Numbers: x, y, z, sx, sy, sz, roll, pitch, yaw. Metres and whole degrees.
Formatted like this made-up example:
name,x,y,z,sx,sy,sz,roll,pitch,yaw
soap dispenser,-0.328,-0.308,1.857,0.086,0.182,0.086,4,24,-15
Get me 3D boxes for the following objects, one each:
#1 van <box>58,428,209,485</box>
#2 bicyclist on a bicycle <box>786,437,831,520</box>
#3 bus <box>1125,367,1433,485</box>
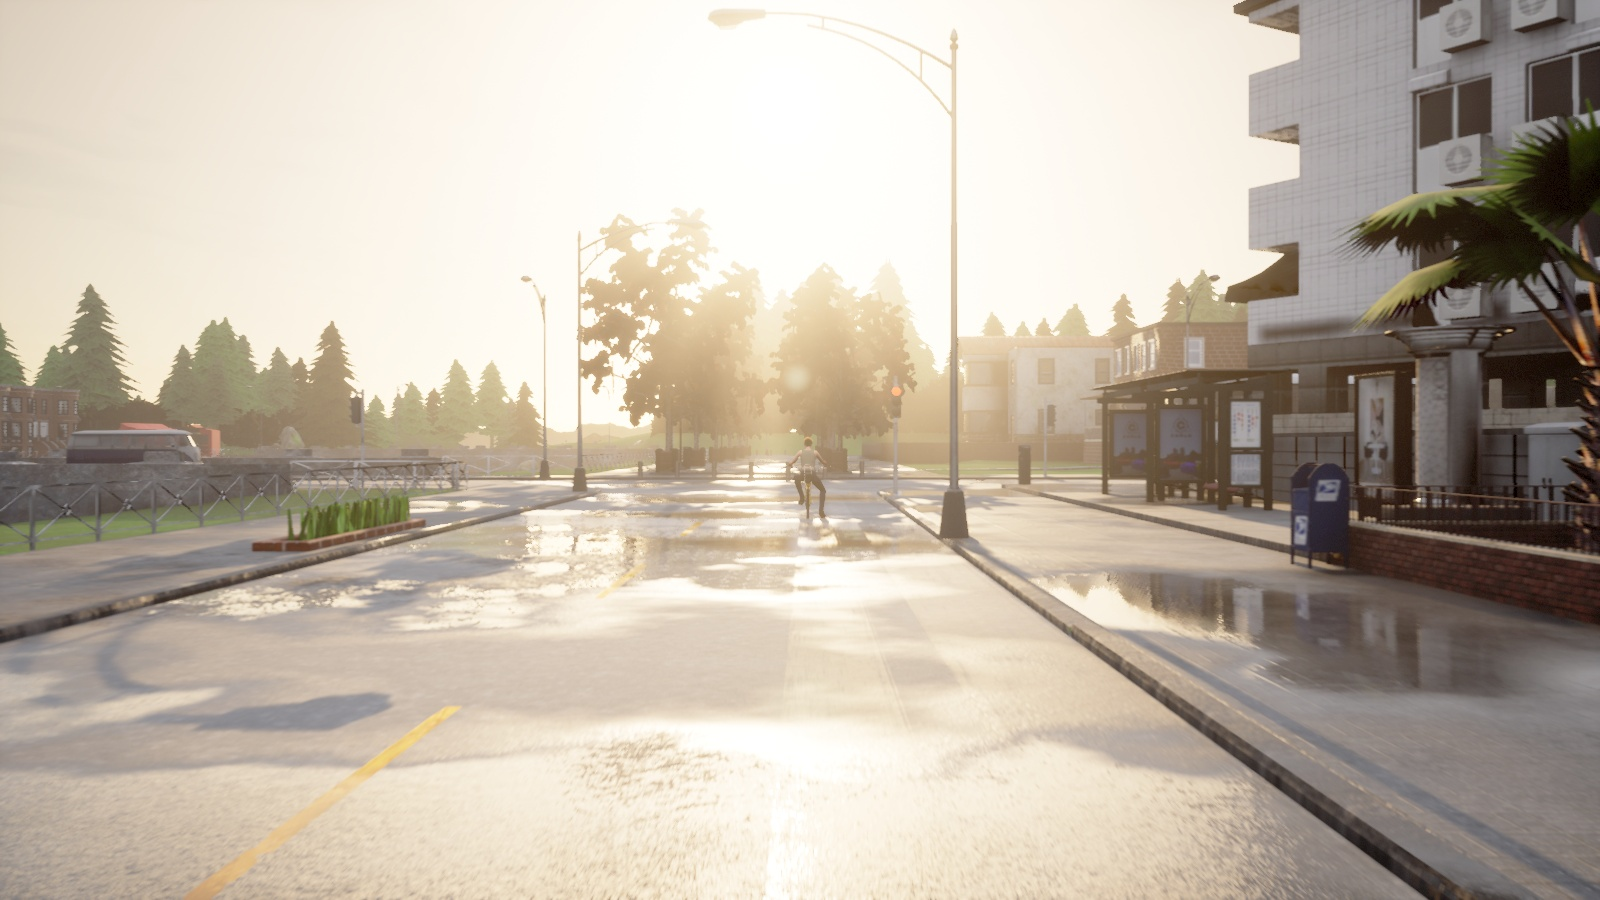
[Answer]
name,x,y,z,sx,sy,sz,roll,pitch,yaw
van,-23.638,0.229,44.622,4.442,1.987,1.775,0,0,0
bicyclist on a bicycle,0.159,0.543,24.923,0.866,1.612,1.509,0,0,0
bus,18.125,-0.887,48.187,10.273,4.253,3.944,1,0,1
